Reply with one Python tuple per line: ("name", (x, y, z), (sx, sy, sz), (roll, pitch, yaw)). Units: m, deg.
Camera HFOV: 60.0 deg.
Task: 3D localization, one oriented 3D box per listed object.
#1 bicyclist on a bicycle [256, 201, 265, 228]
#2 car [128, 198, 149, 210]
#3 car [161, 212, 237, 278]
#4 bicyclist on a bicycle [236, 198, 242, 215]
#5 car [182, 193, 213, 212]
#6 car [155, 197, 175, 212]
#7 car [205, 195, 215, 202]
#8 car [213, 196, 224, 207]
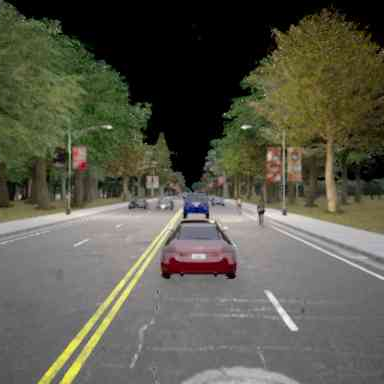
("bicyclist on a bicycle", (4.328, 1.395, 20.840), (0.582, 1.620, 1.656), (0, 0, 1))
("car", (-6.227, 1.420, 39.151), (1.994, 1.385, 4.181), (0, 0, 1))
("car", (0.183, 1.528, 10.070), (1.994, 1.385, 4.181), (0, 0, 1))
("bicyclist on a bicycle", (4.428, 1.365, 31.258), (0.582, 1.620, 1.656), (0, 0, 1))
("car", (0.361, 1.127, 28.585), (2.150, 2.045, 5.566), (0, 0, 1))
("car", (-2.999, 1.363, 37.386), (2.128, 1.511, 4.902), (0, 0, 1))
("car", (3.943, 1.399, 73.518), (1.994, 1.385, 4.181), (0, 0, 1))
("car", (3.814, 1.419, 49.856), (2.033, 1.411, 5.357), (0, 0, 1))
